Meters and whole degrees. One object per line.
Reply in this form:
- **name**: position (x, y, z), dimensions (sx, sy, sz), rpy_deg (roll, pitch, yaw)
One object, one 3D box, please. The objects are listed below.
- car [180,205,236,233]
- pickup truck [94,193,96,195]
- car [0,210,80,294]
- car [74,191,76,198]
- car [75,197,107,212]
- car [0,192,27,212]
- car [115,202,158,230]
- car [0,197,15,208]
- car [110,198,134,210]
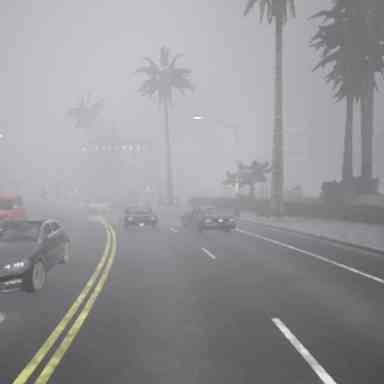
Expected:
- **car**: position (0.744, 1.467, 18.966), dimensions (2.033, 1.411, 5.357), rpy_deg (0, 0, -16)
- **pickup truck**: position (-19.465, 0.818, 72.494), dimensions (2.390, 2.098, 6.274), rpy_deg (0, 0, 9)
- **car**: position (-4.509, 1.461, 8.704), dimensions (2.128, 1.511, 4.902), rpy_deg (0, 0, -9)
- **car**: position (-28.197, 1.104, 86.092), dimensions (4.674, 1.452, 2.002), rpy_deg (0, 0, 9)
- **car**: position (-10.971, 1.466, 36.386), dimensions (1.895, 1.301, 4.718), rpy_deg (0, 0, -35)
- **car**: position (-9.567, 1.168, 16.162), dimensions (2.150, 2.045, 5.566), rpy_deg (0, 0, -16)
- **car**: position (-3.492, 1.519, 20.831), dimensions (1.895, 1.301, 4.718), rpy_deg (0, 0, -17)
- **car**: position (-26.830, 1.412, 46.030), dimensions (4.892, 1.490, 1.837), rpy_deg (0, 0, 29)
- **car**: position (-7.791, 1.418, 37.719), dimensions (1.994, 1.385, 4.181), rpy_deg (0, 0, -34)
